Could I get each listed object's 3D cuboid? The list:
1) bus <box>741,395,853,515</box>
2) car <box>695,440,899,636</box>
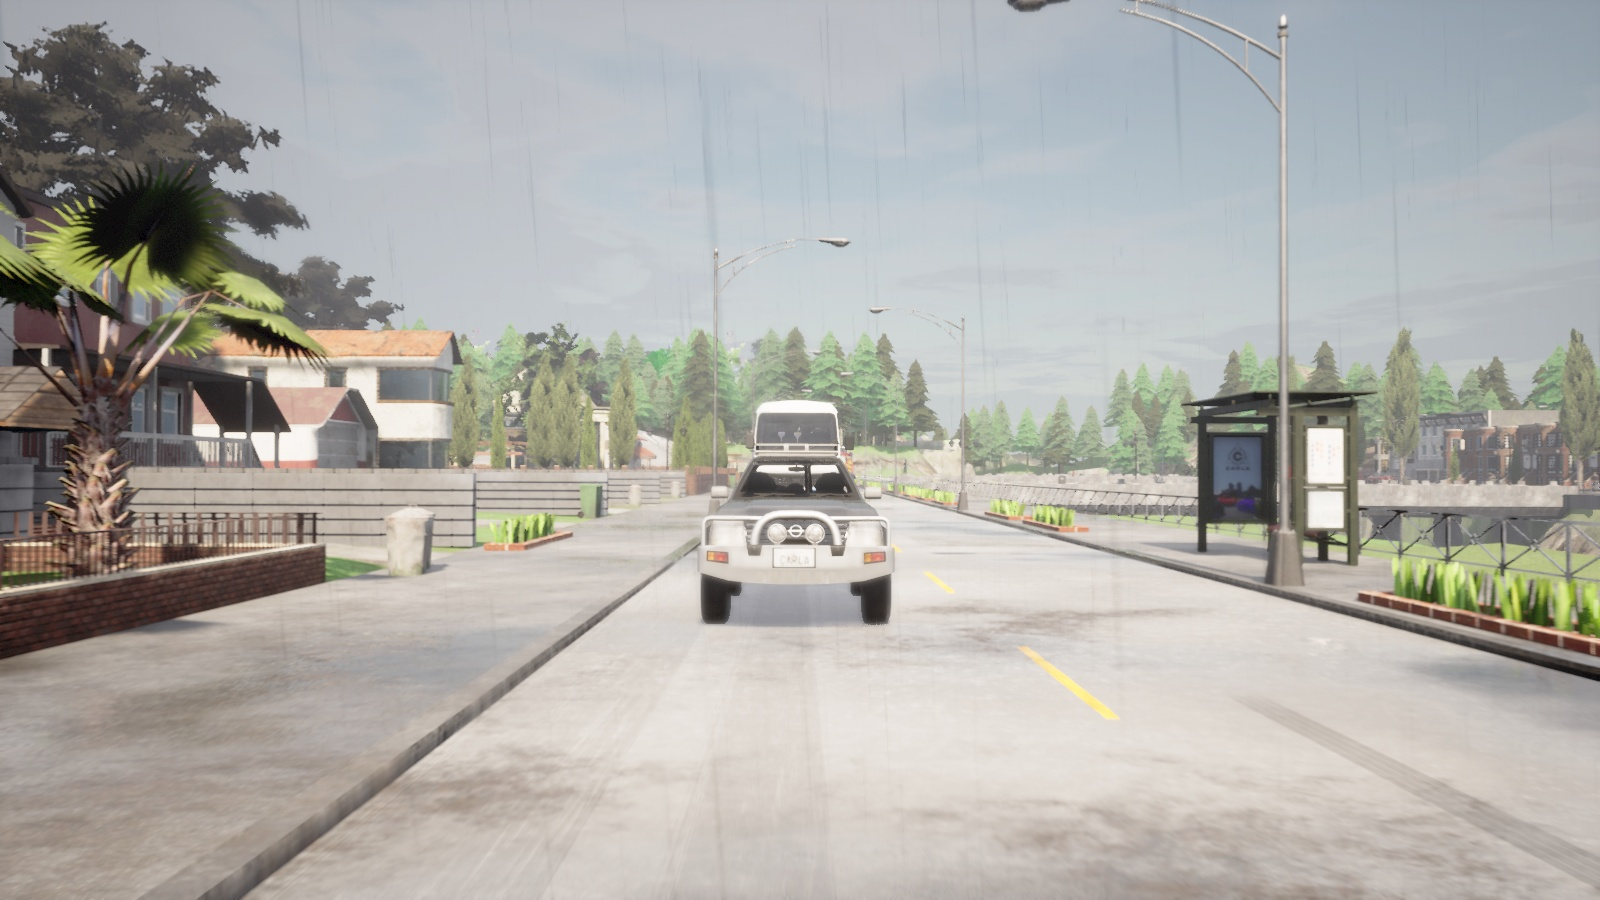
[{"bbox_3d":[-0.123,0.273,49.827,3.944,4.253,10.273,0,-1,0],"label":"bus"},{"bbox_3d":[-0.034,0.870,14.252,1.932,1.855,4.605,0,-1,0],"label":"car"}]
